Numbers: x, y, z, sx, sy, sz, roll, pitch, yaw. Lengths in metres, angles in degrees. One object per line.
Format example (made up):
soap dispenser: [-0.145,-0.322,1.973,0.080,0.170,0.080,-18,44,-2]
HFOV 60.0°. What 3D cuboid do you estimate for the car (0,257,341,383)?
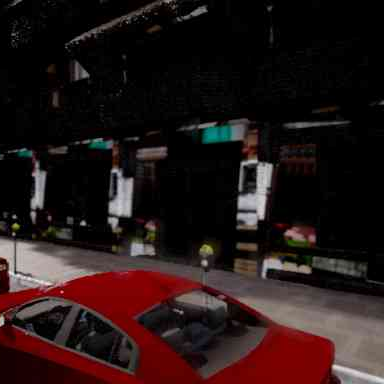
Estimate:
car: [-0.874,1.535,3.498,4.507,1.381,1.887,0,0,35]
